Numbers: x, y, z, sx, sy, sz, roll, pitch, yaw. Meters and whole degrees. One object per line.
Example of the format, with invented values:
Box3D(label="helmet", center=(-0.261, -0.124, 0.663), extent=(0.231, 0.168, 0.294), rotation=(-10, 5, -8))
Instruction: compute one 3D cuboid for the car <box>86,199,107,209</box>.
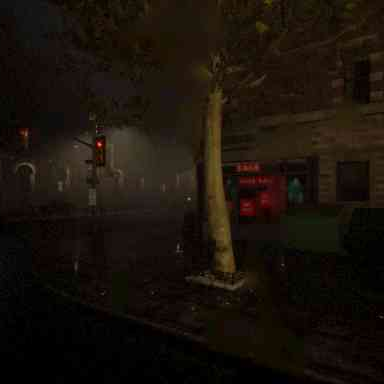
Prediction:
Box3D(label="car", center=(-11.959, 1.595, 45.174), extent=(1.895, 1.301, 4.718), rotation=(0, 0, 36))

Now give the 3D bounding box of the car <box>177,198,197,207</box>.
Box3D(label="car", center=(0.020, 1.547, 50.253), extent=(2.033, 1.411, 5.357), rotation=(0, 0, 36))

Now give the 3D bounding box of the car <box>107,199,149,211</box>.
Box3D(label="car", center=(-7.481, 1.601, 40.033), extent=(1.895, 1.301, 4.718), rotation=(0, 0, 36))

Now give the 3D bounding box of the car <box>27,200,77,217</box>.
Box3D(label="car", center=(-13.376, 1.526, 31.956), extent=(1.812, 1.442, 4.674), rotation=(0, 0, 36))
